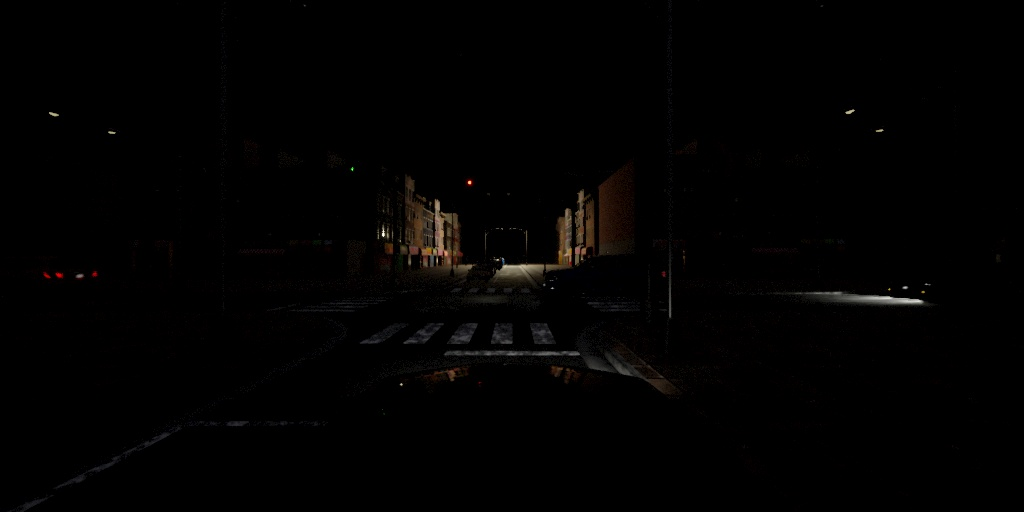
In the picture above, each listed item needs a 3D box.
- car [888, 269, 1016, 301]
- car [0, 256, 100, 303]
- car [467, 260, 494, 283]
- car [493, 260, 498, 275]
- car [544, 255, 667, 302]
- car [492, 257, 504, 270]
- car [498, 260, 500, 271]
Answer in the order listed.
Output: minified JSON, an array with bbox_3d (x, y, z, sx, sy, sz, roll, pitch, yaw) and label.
[{"bbox_3d":[20.249,1.287,16.642,4.181,1.385,1.994,0,0,0],"label":"car"},{"bbox_3d":[-22.831,1.028,16.734,5.566,2.045,2.150,0,0,0],"label":"car"},{"bbox_3d":[-2.622,1.294,28.686,1.751,1.417,4.829,0,0,0],"label":"car"},{"bbox_3d":[-2.619,1.322,34.461,1.888,1.381,4.507,0,0,0],"label":"car"},{"bbox_3d":[4.291,0.979,16.672,5.566,2.045,2.150,0,0,0],"label":"car"},{"bbox_3d":[-2.610,1.252,51.276,1.967,1.591,4.097,0,0,0],"label":"car"},{"bbox_3d":[-2.616,1.369,40.066,1.802,1.307,4.207,0,0,0],"label":"car"}]
